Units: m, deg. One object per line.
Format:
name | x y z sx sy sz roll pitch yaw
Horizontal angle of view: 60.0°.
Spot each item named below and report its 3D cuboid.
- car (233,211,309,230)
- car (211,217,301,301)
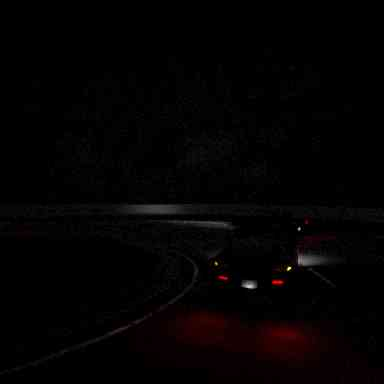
car | 4.752 1.844 20.867 1.895 1.301 4.718 1 -1 -40
car | 1.727 1.627 8.592 1.812 1.442 4.674 1 0 16
